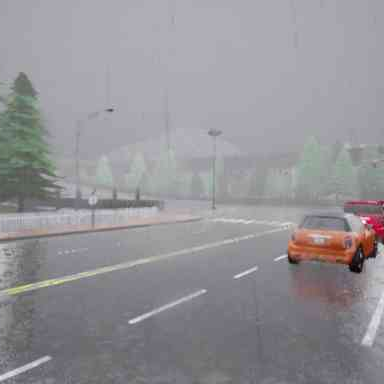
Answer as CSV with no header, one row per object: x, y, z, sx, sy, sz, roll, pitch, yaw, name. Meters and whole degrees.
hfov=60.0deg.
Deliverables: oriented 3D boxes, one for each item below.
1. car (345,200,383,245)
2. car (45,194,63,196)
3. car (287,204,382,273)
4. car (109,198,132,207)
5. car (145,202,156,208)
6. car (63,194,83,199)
8.931,1.428,16.922,2.150,2.045,5.566,0,0,33,car
-24.571,0.835,56.378,4.718,1.301,1.895,6,3,34,car
5.013,1.483,11.562,2.097,1.767,4.553,0,0,36,car
-10.891,1.677,47.373,4.892,1.490,1.837,2,0,33,car
-6.973,1.849,48.996,4.718,1.301,1.895,1,0,33,car
-21.335,1.012,58.443,4.718,1.301,1.895,6,3,34,car
